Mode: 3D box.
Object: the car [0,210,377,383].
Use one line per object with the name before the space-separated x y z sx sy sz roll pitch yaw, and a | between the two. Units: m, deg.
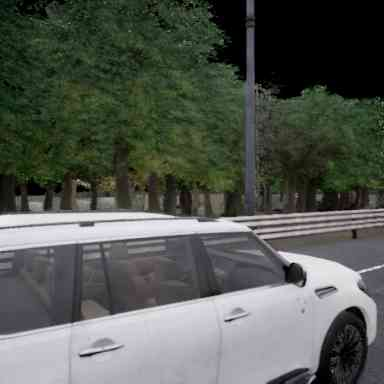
car | -0.318 1.222 3.516 5.566 2.045 2.150 0 0 -35
